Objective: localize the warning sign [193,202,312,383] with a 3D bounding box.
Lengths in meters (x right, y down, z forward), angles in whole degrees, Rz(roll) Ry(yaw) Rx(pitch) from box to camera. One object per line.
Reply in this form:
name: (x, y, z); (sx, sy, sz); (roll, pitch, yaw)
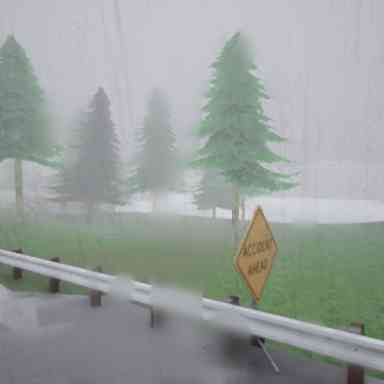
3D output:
warning sign: (0.833, 1.098, 4.372); (1.060, 1.860, 1.300); (1, 0, 36)
